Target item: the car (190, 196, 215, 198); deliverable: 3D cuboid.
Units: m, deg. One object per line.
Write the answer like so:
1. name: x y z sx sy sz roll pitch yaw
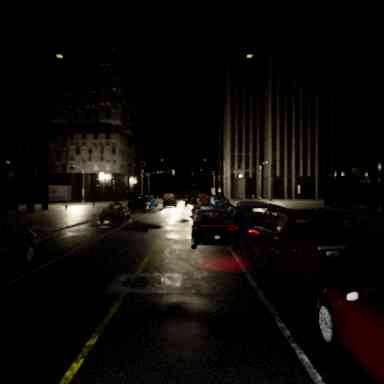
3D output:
1. car: 0.908 1.416 30.588 1.801 1.575 5.366 0 0 0

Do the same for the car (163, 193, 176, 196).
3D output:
1. car: -5.745 1.237 80.188 2.192 1.841 5.009 0 0 0

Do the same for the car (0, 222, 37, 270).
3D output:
1. car: -5.771 1.539 8.950 2.008 1.369 4.403 0 0 0

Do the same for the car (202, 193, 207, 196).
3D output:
1. car: 2.772 1.262 42.084 2.192 1.841 5.009 0 0 0

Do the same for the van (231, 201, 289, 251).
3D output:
1. van: 2.771 1.322 14.457 1.690 1.788 3.998 0 0 0

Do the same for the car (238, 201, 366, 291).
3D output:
1. car: 2.771 1.303 8.932 2.192 1.841 5.009 0 0 0

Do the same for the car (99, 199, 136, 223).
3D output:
1. car: -5.764 1.493 25.355 1.752 1.417 4.829 0 0 0

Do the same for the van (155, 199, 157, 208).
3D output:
1. van: -5.757 1.288 42.099 1.690 1.788 3.998 0 0 0

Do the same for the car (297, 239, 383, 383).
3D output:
1. car: 2.771 1.540 3.407 1.887 1.381 4.507 0 0 0

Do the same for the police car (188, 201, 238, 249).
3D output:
1. police car: 0.904 1.406 14.509 1.930 1.638 5.238 0 0 0

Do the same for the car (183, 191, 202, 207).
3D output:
1. car: 0.014 1.161 49.075 2.150 2.045 5.566 0 0 0

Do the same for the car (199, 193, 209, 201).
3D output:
1. car: 2.780 1.237 80.176 2.192 1.841 5.009 0 0 0

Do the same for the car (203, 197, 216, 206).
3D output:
1. car: 2.774 1.481 53.135 1.887 1.381 4.507 0 0 0

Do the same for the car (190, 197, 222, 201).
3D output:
1. car: 0.907 1.424 24.589 1.801 1.575 5.366 0 0 0

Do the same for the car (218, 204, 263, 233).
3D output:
1. car: 2.772 1.525 19.983 2.008 1.369 4.403 0 0 0

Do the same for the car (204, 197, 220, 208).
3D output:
1. car: 2.774 1.492 47.610 2.008 1.369 4.403 0 0 0

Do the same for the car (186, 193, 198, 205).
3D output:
1. car: 0.016 1.163 59.823 2.150 2.045 5.566 0 0 0

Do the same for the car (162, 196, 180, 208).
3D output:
1. car: -3.050 1.543 46.204 1.895 1.301 4.718 0 0 0

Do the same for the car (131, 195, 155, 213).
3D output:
1. car: -5.759 1.268 36.574 2.192 1.841 5.009 0 0 0

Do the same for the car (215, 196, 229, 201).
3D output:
1. car: 2.772 1.400 31.034 1.967 1.590 4.097 0 0 0
